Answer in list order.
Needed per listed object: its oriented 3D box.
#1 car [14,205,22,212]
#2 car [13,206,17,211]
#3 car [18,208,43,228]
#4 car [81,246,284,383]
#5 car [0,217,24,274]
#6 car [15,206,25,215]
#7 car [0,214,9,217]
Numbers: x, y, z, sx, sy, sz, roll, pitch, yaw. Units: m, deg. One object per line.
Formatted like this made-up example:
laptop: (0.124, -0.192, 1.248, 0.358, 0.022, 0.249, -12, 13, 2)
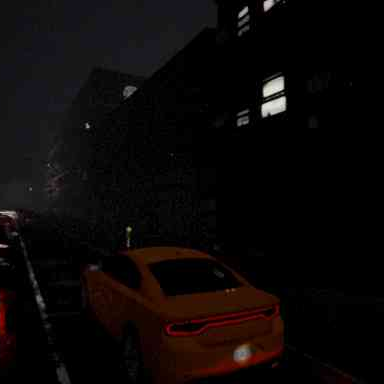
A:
car: (-41.953, 3.941, 80.162, 1.752, 1.417, 4.829, 2, -3, -29)
car: (-31.021, 3.381, 60.259, 2.008, 1.369, 4.403, 2, -3, -29)
car: (-14.827, 2.484, 30.779, 1.752, 1.417, 4.829, 2, -3, -29)
car: (-0.632, 1.705, 5.873, 1.882, 1.535, 5.008, 2, -2, -29)
car: (-7.113, 1.829, 11.359, 2.128, 1.511, 4.902, 2, -2, -29)
car: (-20.171, 2.791, 40.506, 1.887, 1.381, 4.507, 2, -3, -29)
car: (-14.887, 2.358, 25.506, 1.895, 1.301, 4.718, 2, -2, -29)
